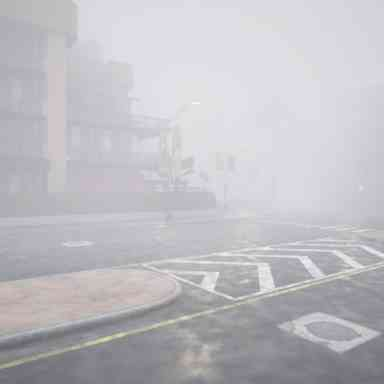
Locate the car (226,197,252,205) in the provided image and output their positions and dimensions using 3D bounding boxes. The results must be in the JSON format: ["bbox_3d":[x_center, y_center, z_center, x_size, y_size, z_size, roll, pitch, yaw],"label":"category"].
[{"bbox_3d":[8.113,1.547,58.805,2.033,1.411,5.357,0,0,-35],"label":"car"}]

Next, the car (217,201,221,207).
[{"bbox_3d":[2.165,1.491,48.636,2.128,1.511,4.902,0,0,-35],"label":"car"}]
